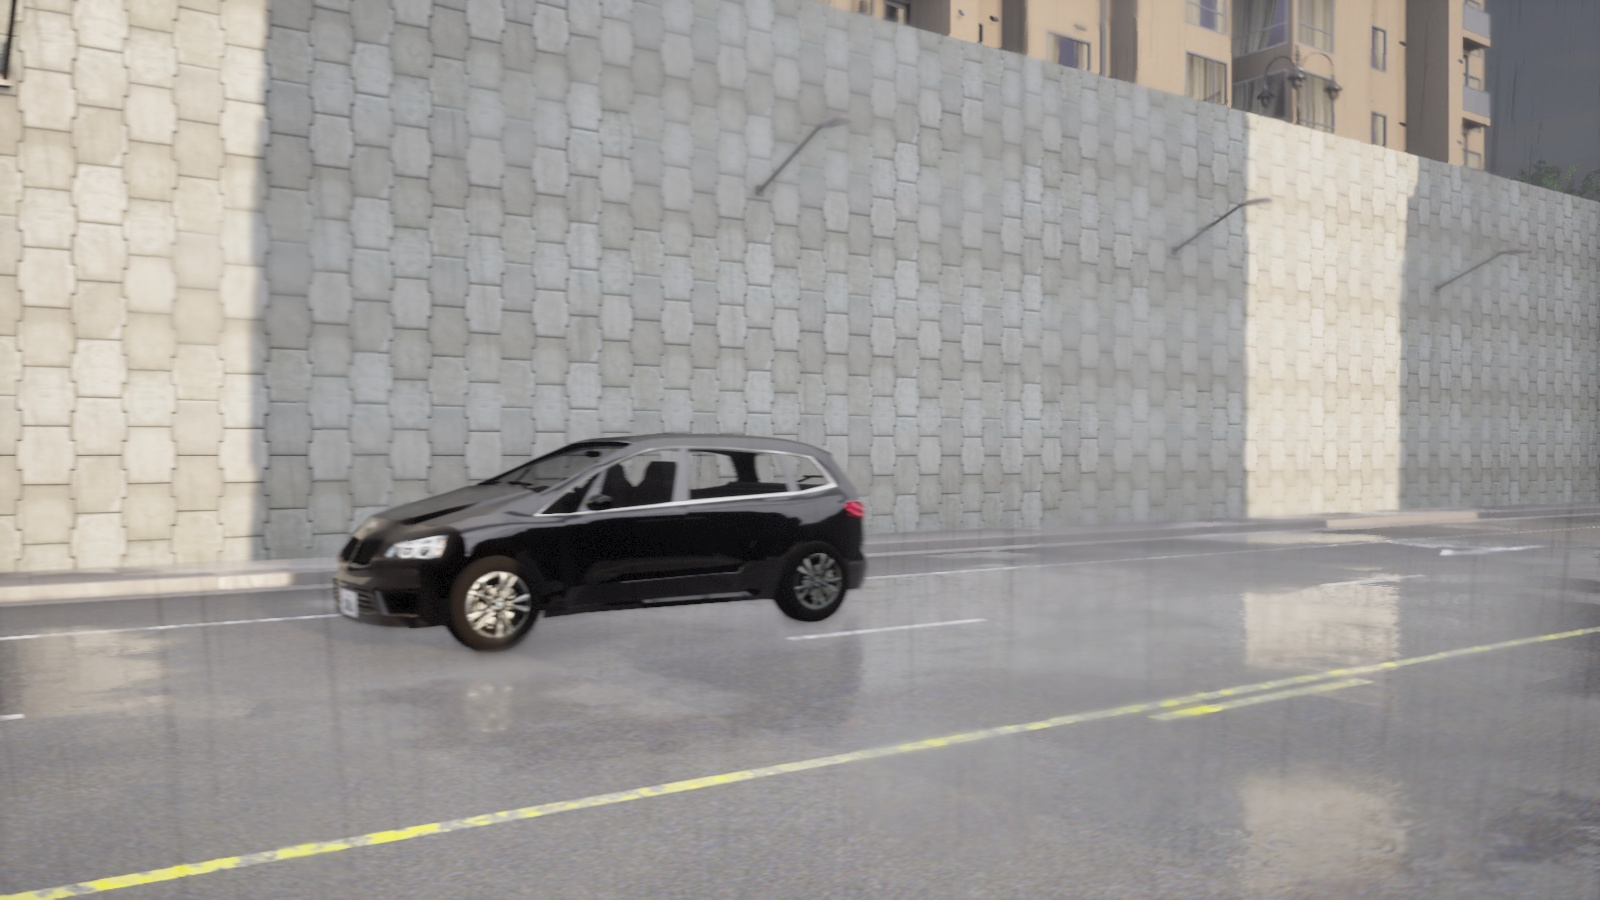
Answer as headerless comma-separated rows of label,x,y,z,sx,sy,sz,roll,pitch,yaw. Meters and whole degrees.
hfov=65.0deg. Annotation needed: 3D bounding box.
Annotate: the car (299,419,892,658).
car,-1.697,0.620,11.009,4.611,1.667,2.242,0,0,-35
